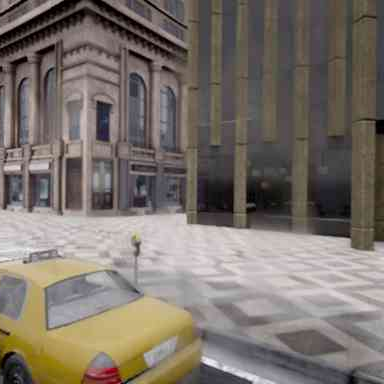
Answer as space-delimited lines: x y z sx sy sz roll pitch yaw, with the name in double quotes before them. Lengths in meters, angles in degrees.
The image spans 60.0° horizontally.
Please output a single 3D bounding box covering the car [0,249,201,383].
"car" -2.174 1.456 4.531 4.829 1.417 1.752 1 0 36
